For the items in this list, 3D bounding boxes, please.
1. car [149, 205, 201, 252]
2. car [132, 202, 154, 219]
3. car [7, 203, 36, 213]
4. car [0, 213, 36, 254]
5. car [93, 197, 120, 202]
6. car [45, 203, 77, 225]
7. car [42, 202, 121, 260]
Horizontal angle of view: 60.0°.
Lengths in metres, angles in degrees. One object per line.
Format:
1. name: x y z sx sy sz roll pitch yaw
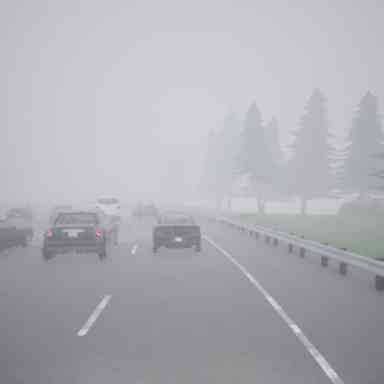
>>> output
1. car: -0.788 1.568 14.501 1.882 1.535 5.008 0 0 -7
2. car: -4.441 1.683 31.040 2.128 1.511 4.902 0 0 -18
3. car: -14.807 1.704 28.988 1.812 1.442 4.674 0 0 -19
4. car: -7.558 1.677 12.294 1.895 1.301 4.718 0 0 -6
5. car: -7.460 1.402 29.045 2.150 2.045 5.566 0 0 -17
6. car: -10.540 1.715 27.194 2.033 1.411 5.357 0 0 -17
7. car: -4.132 1.432 13.033 2.097 1.767 4.553 0 0 -6
